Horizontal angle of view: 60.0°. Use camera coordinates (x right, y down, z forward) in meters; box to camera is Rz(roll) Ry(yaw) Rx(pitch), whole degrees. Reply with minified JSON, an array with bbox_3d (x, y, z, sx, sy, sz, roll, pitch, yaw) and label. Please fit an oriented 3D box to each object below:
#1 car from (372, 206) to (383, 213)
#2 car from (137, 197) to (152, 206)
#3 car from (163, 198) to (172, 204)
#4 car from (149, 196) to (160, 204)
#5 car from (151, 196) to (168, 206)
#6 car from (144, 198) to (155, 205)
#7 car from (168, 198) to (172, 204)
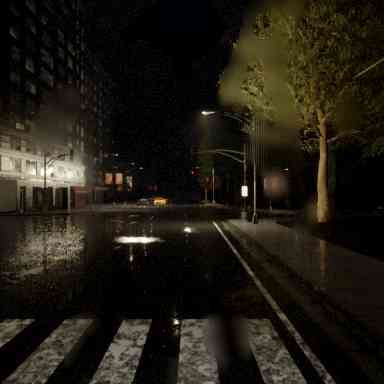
[{"bbox_3d":[41.779,3.912,74.422,4.892,1.490,1.837,4,-3,-45],"label":"car"},{"bbox_3d":[-9.601,2.008,65.649,1.994,1.385,4.181,0,-1,0],"label":"car"},{"bbox_3d":[-6.303,2.264,86.178,1.812,1.442,4.674,0,-1,0],"label":"car"},{"bbox_3d":[-9.553,1.961,85.923,2.150,2.045,5.566,0,-1,0],"label":"car"},{"bbox_3d":[-6.350,1.926,65.976,1.882,1.535,5.008,0,-1,0],"label":"car"},{"bbox_3d":[-9.578,2.133,75.517,1.994,1.385,4.181,0,-1,0],"label":"car"},{"bbox_3d":[-6.327,2.127,75.976,2.033,1.411,5.357,0,-1,0],"label":"car"}]
